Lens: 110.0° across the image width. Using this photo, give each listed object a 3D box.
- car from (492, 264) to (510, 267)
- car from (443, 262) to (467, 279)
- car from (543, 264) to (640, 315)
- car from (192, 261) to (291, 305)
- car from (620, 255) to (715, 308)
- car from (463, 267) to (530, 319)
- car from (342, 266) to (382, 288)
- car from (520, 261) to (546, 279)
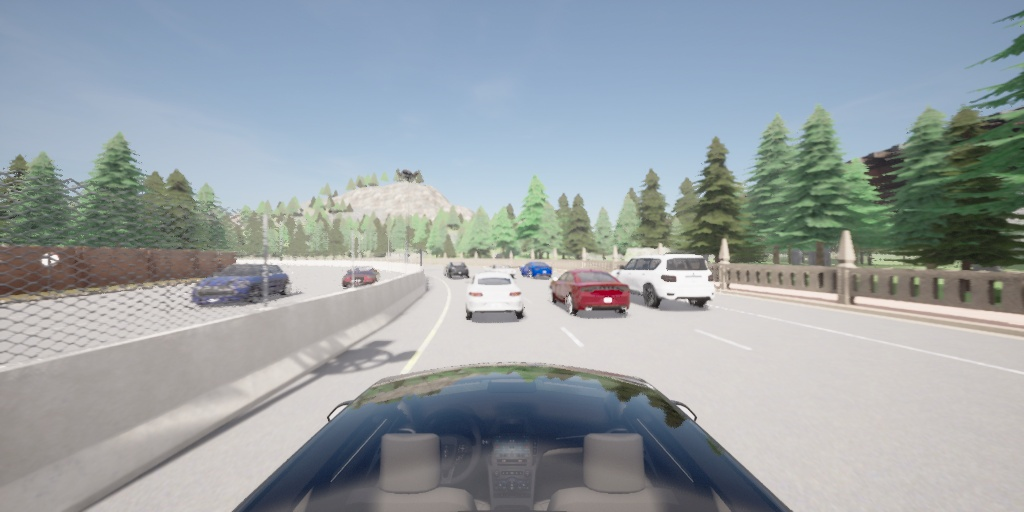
[{"bbox_3d":[-1.186,1.371,32.410,1.895,1.301,4.718,0,0,-17],"label":"car"},{"bbox_3d":[-5.301,1.269,33.707,2.128,1.511,4.902,0,0,-18],"label":"car"},{"bbox_3d":[2.730,1.231,13.680,1.882,1.535,5.008,0,0,-6],"label":"car"},{"bbox_3d":[-11.943,1.128,16.184,2.097,1.767,4.553,0,0,-10],"label":"car"},{"bbox_3d":[6.068,0.970,15.316,2.150,2.045,5.566,0,0,-7],"label":"car"},{"bbox_3d":[-0.710,1.283,12.787,1.812,1.442,4.674,0,0,-6],"label":"car"},{"bbox_3d":[-9.904,1.343,23.900,1.994,1.385,4.181,0,0,-14],"label":"car"},{"bbox_3d":[2.137,1.243,33.398,1.882,1.535,5.008,0,0,-16],"label":"car"}]
